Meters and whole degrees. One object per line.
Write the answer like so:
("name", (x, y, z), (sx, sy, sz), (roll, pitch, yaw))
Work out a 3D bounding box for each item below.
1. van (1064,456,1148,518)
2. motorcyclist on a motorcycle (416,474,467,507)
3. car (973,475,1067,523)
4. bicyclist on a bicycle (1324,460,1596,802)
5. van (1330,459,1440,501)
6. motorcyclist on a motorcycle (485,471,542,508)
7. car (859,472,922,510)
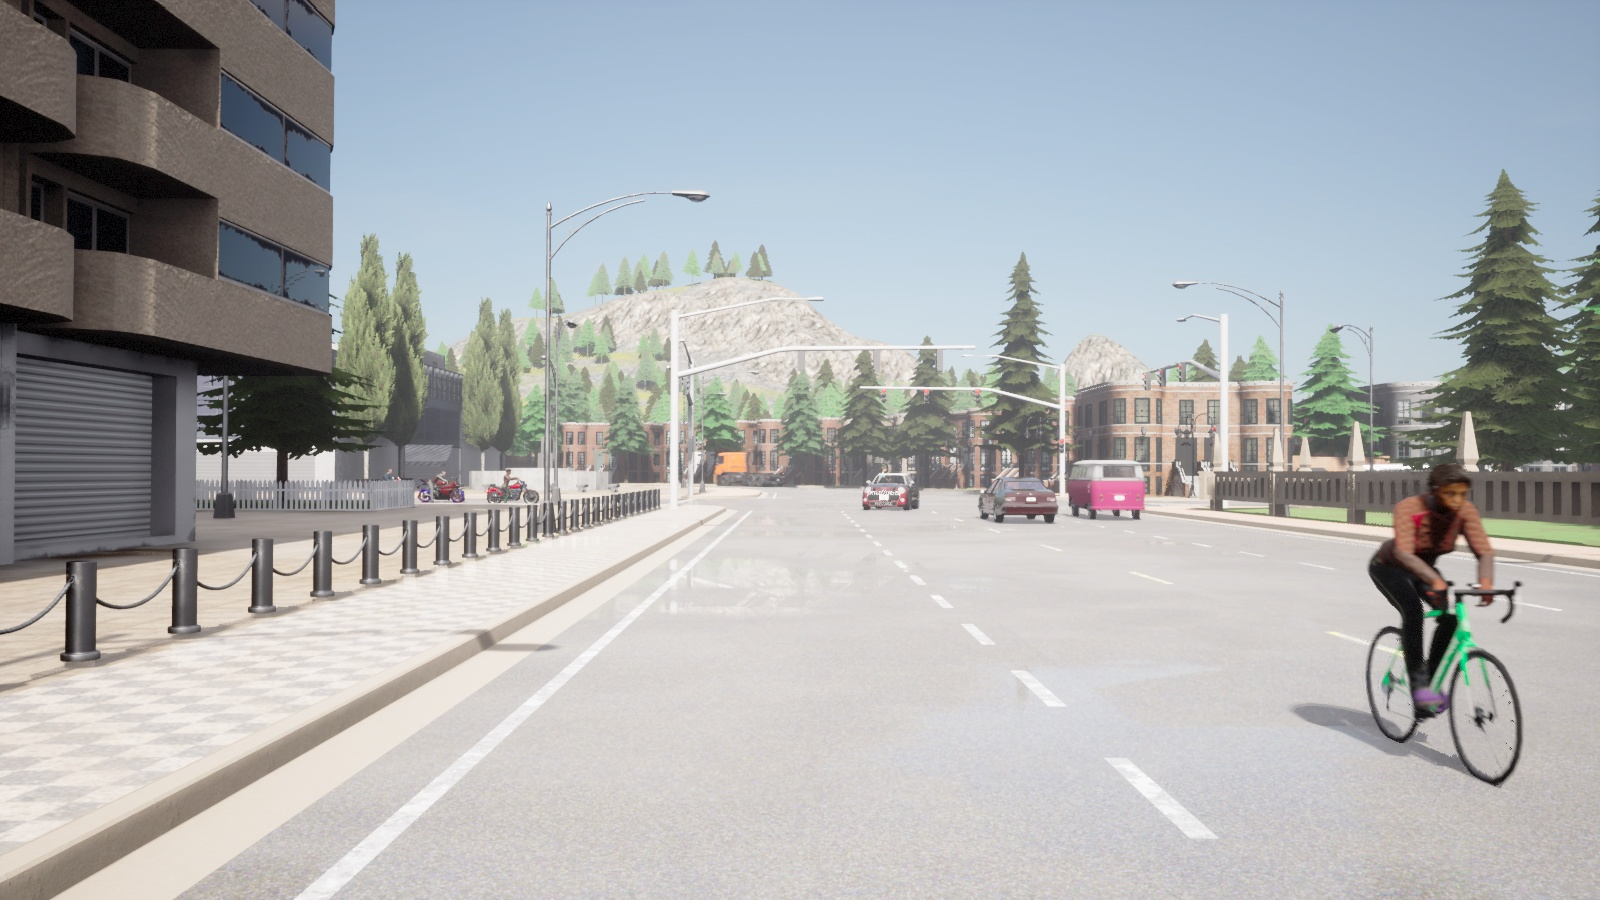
("van", (10.391, 1.245, 42.948), (1.775, 1.987, 4.442), (0, -1, 0))
("motorcyclist on a motorcycle", (-16.851, 1.906, 59.067), (2.191, 1.530, 0.866), (0, -1, 0))
("car", (6.898, 1.504, 39.958), (2.033, 1.411, 5.357), (0, -1, 0))
("bicyclist on a bicycle", (3.482, 0.867, 6.794), (0.582, 1.620, 1.656), (0, -1, 0))
("van", (29.174, 1.472, 62.724), (4.480, 2.038, 2.069), (0, -1, 0))
("motorcyclist on a motorcycle", (-12.683, 1.747, 55.582), (2.350, 1.649, 0.766), (0, -1, 0))
("car", (3.693, 1.616, 50.798), (1.970, 1.475, 3.806), (0, -1, 13))
